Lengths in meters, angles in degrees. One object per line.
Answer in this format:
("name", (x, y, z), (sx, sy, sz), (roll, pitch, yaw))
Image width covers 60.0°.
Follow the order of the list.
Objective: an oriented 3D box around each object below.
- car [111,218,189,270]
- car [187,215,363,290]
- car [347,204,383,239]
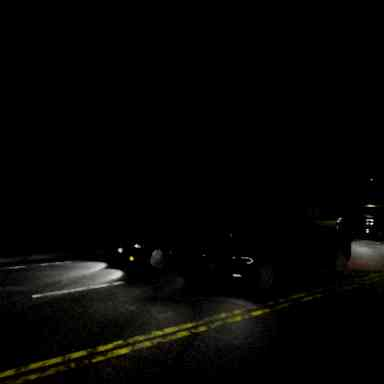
("car", (-0.557, 1.608, 11.263), (4.181, 1.385, 1.994), (1, 0, -36))
("car", (2.546, 1.548, 9.469), (5.008, 1.535, 1.882), (1, 0, -35))
("car", (10.085, 1.553, 18.798), (4.553, 1.767, 2.097), (1, 0, -38))
